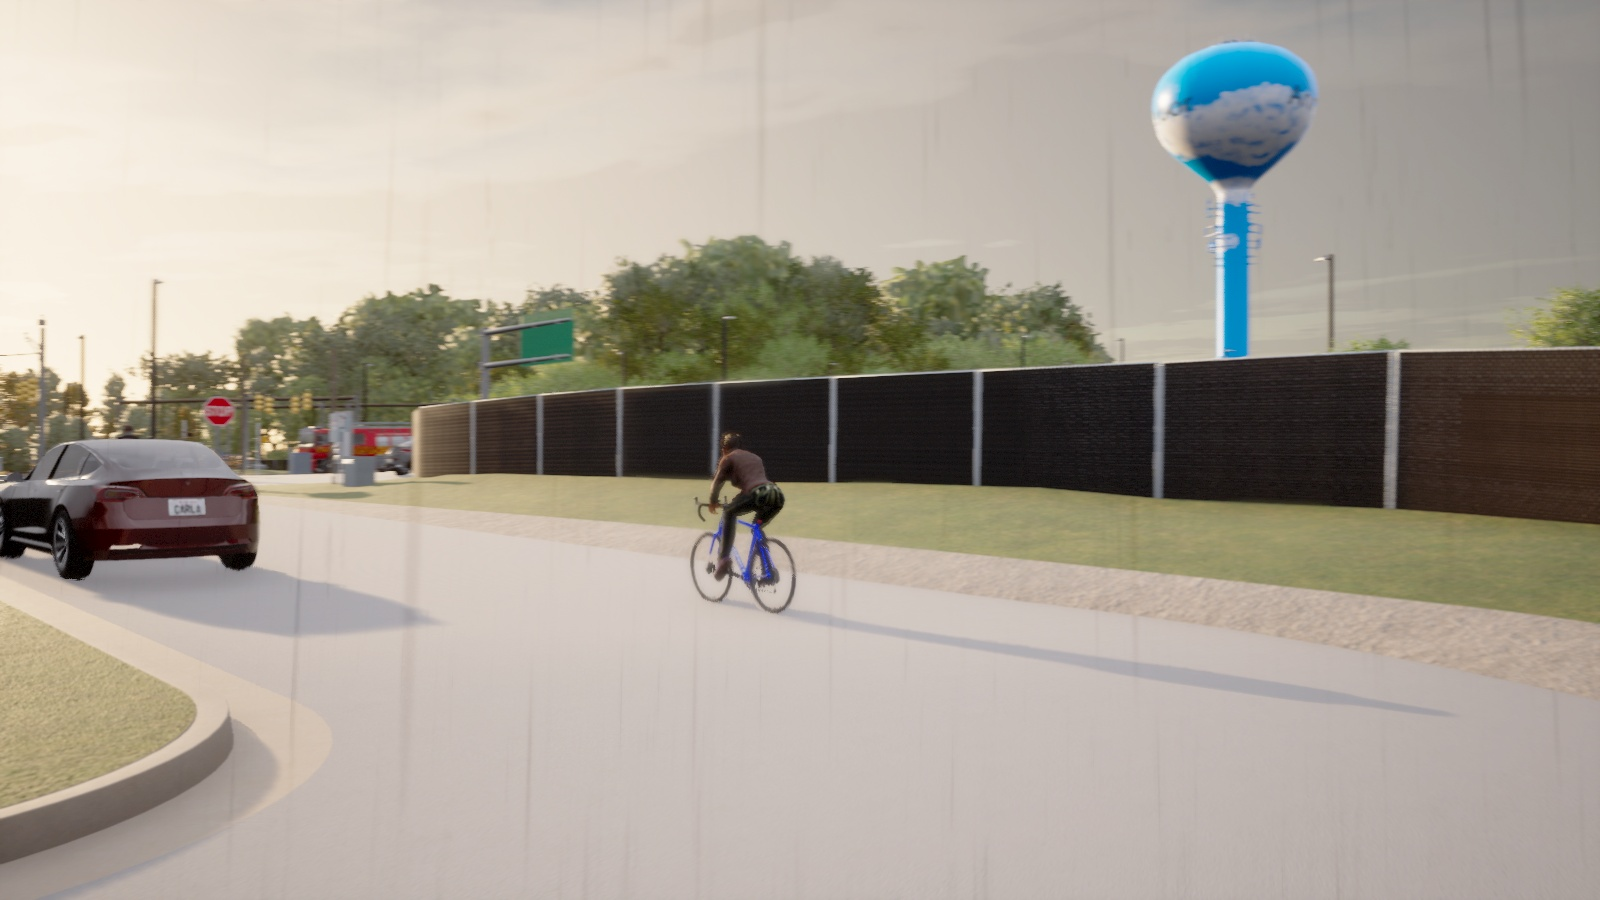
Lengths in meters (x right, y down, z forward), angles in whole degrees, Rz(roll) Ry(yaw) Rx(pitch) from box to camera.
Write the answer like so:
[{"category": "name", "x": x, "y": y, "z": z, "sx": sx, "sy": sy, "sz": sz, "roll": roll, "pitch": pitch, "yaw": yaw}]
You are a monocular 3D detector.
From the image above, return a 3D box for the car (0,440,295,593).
[{"category": "car", "x": -8.021, "y": 0.642, "z": 14.925, "sx": 2.163, "sy": 1.488, "sz": 4.792, "roll": 0, "pitch": 1, "yaw": -43}]

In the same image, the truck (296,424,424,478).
[{"category": "truck", "x": -32.728, "y": 0.020, "z": 93.613, "sx": 8.468, "sy": 3.827, "sz": 2.891, "roll": -2, "pitch": 1, "yaw": -43}]

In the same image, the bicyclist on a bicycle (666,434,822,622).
[{"category": "bicyclist on a bicycle", "x": -0.549, "y": 0.669, "z": 11.637, "sx": 0.582, "sy": 1.620, "sz": 1.656, "roll": 0, "pitch": 0, "yaw": -38}]

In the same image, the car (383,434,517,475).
[{"category": "car", "x": -14.836, "y": 0.170, "z": 53.431, "sx": 5.027, "sy": 1.651, "sz": 2.152, "roll": -1, "pitch": 1, "yaw": -42}]
